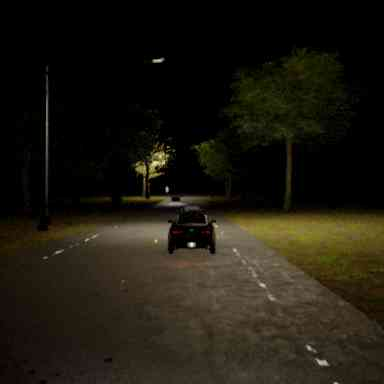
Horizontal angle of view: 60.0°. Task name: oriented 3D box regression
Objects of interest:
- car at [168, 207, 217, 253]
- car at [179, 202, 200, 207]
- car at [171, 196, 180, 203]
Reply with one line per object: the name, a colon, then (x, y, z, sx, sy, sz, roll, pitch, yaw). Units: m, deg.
car: (0.001, 1.632, 14.319, 1.837, 1.490, 4.892, 0, 0, 0)
car: (-0.006, 1.789, 28.989, 2.033, 1.411, 5.357, 0, 0, 0)
car: (-3.516, 1.579, 71.756, 1.895, 1.301, 4.718, 0, 1, 0)
